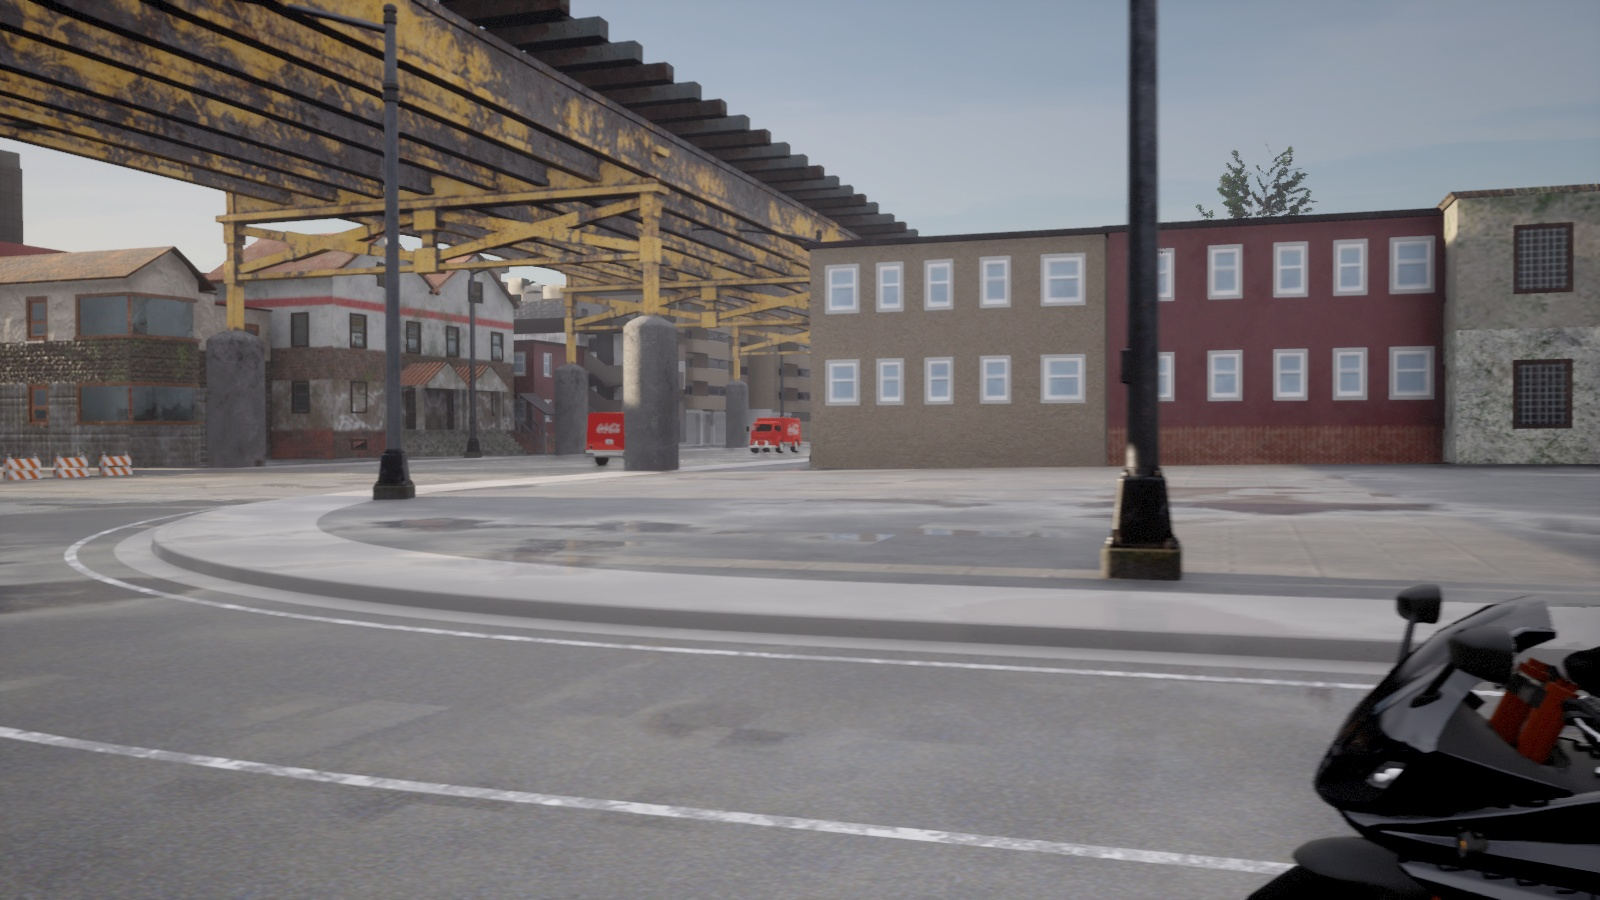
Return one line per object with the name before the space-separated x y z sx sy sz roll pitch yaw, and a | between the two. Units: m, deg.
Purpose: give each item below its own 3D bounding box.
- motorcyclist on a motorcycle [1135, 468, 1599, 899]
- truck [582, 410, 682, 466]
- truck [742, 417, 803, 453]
motorcyclist on a motorcycle | 1.839 0.828 2.570 2.191 1.530 0.866 0 1 18
truck | -7.832 -0.612 59.093 2.627 2.467 5.204 1 2 19
truck | -1.838 -1.049 87.643 2.627 2.467 5.204 1 1 19
